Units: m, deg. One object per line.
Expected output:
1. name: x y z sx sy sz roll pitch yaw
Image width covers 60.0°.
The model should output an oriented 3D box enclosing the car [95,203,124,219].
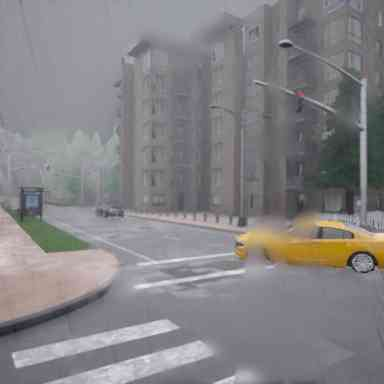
1. car: -8.297 1.863 33.308 2.128 1.511 4.902 1 -1 -31

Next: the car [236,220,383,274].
1. car: 3.972 1.690 11.097 5.008 1.535 1.882 0 2 20
